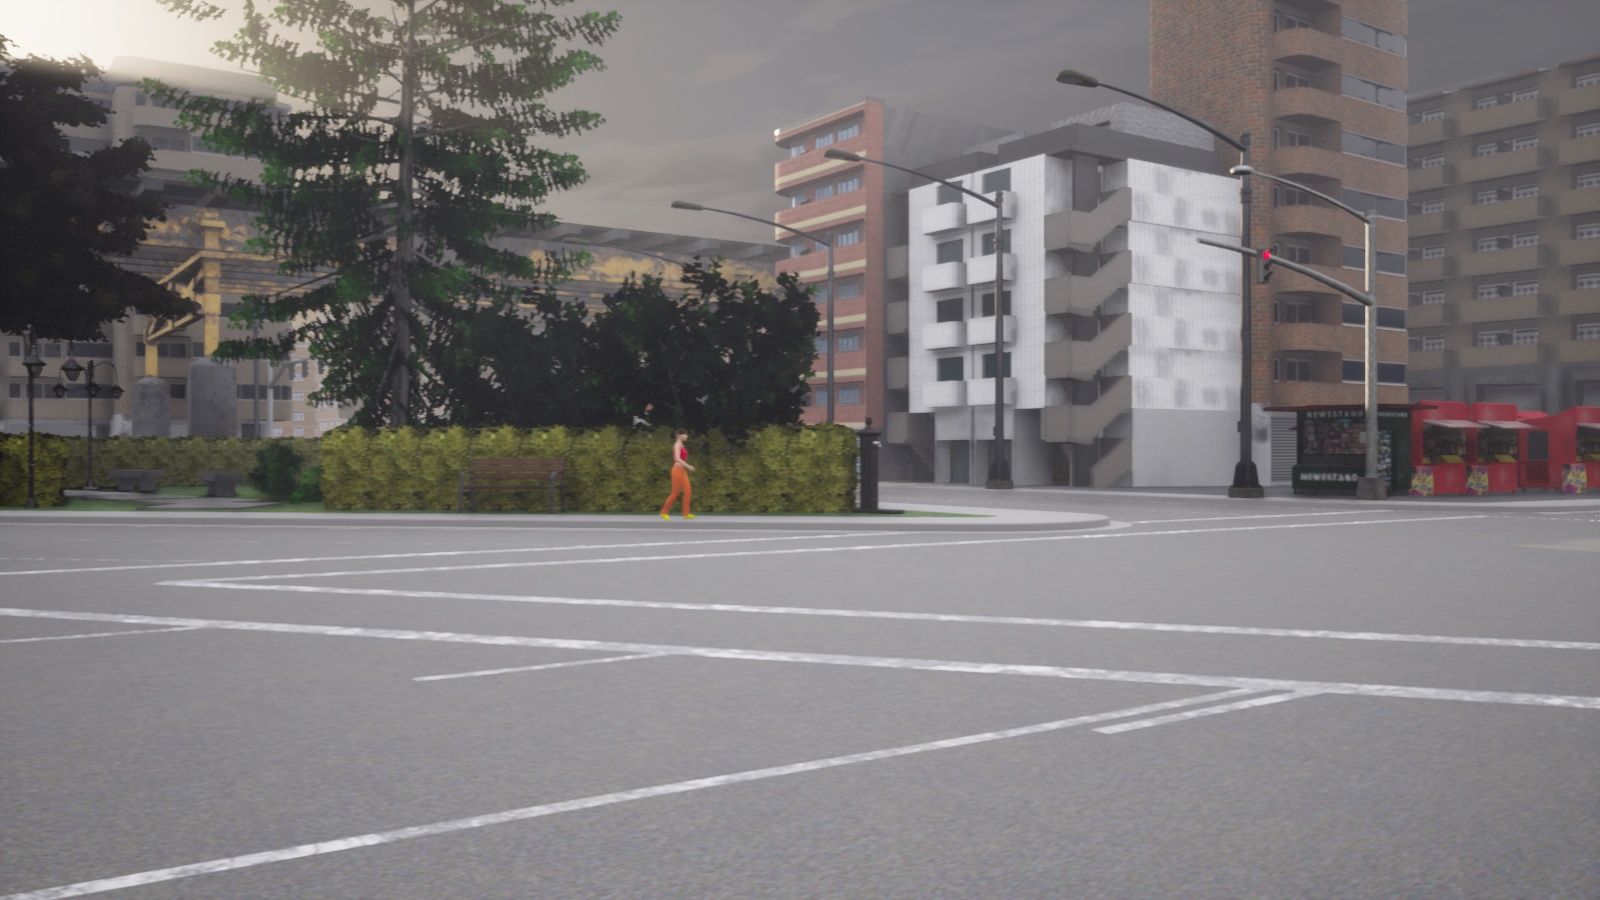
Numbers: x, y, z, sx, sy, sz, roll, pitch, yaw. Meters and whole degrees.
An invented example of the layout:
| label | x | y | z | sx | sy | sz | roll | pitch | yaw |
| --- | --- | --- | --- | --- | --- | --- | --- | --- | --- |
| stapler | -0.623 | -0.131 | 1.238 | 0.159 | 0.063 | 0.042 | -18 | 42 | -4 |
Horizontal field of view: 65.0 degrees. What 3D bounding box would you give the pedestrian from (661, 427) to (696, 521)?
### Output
| label | x | y | z | sx | sy | sz | roll | pitch | yaw |
| --- | --- | --- | --- | --- | --- | --- | --- | --- | --- |
| pedestrian | -2.394 | 0.463 | 24.734 | 0.594 | 1.836 | 0.345 | 0 | 0 | 13 |
